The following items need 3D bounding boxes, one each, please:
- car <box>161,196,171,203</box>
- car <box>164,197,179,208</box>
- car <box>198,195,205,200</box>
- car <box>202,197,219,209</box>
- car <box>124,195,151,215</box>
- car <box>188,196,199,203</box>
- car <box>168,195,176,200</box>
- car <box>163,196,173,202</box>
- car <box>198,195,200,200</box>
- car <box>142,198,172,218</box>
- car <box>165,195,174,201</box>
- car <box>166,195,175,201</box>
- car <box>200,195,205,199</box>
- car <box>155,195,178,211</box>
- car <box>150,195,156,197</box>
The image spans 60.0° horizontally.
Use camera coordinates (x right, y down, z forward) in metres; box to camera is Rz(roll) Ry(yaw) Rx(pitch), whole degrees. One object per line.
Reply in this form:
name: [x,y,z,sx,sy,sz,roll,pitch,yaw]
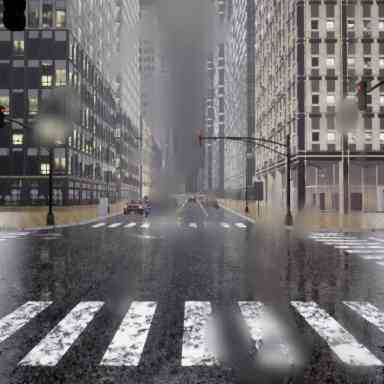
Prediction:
car: [-5.690,1.573,72.820,1.887,1.381,4.507,1,0,0]
car: [-3.105,1.567,51.058,2.033,1.411,5.357,0,0,0]
car: [2.686,1.584,95.204,1.887,1.381,4.507,1,0,0]
car: [2.694,1.599,45.008,1.802,1.307,4.206,1,0,0]
car: [-5.680,1.453,33.794,1.967,1.590,4.097,1,0,0]
car: [0.070,1.574,70.510,2.033,1.411,5.357,0,0,0]
car: [-5.695,1.605,95.121,1.947,1.339,4.313,1,0,0]
car: [-5.691,1.582,78.395,2.008,1.369,4.403,1,0,0]
car: [2.692,1.590,61.741,1.947,1.339,4.313,1,0,0]
car: [-3.104,1.537,30.328,1.812,1.442,4.674,0,0,0]
car: [-5.692,1.578,83.970,1.887,1.381,4.507,1,0,0]
car: [-5.693,1.587,89.546,2.008,1.369,4.403,1,0,0]
car: [2.694,1.547,56.334,1.752,1.417,4.829,1,0,0]
car: [-3.104,1.520,40.670,1.837,1.490,4.892,0,0,0]
car: [-5.680,1.332,44.945,2.192,1.841,5.009,1,0,0]
